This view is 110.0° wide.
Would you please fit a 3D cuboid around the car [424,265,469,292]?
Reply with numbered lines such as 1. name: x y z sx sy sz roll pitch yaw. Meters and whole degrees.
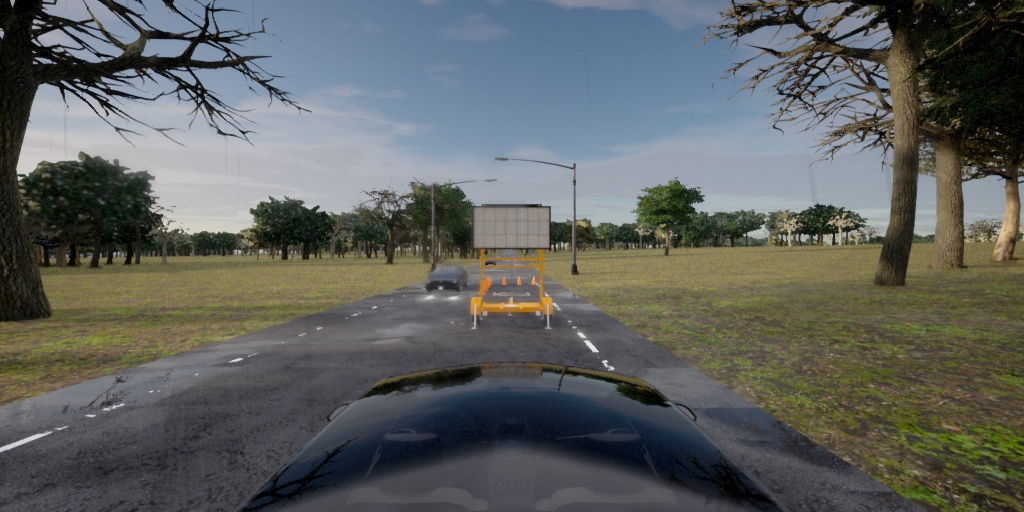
1. car: -3.619 1.240 20.886 2.033 1.411 5.357 0 0 0

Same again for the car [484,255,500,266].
1. car: -3.639 0.950 60.999 2.033 1.411 5.357 0 1 0

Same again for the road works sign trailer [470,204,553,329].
1. road works sign trailer: -0.010 0.197 11.146 2.380 3.560 2.880 0 0 0
